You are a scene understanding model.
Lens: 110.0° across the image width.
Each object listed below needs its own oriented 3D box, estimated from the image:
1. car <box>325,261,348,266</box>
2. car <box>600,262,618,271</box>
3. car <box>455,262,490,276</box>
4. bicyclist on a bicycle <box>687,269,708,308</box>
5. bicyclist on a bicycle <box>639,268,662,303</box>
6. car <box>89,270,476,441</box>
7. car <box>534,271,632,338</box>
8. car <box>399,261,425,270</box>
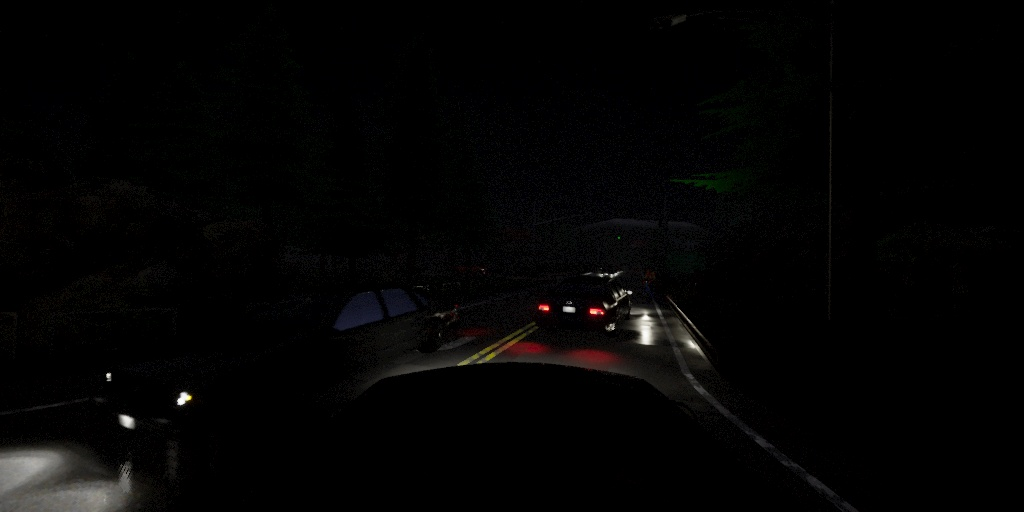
[{"bbox_3d":[-24.342,1.512,51.756,4.674,1.442,1.812,1,-1,23],"label":"car"},{"bbox_3d":[15.462,2.025,57.932,2.097,1.767,4.553,1,-1,20],"label":"car"},{"bbox_3d":[-4.994,1.605,44.528,4.553,1.767,2.097,1,-1,20],"label":"car"},{"bbox_3d":[7.833,1.373,15.106,1.656,1.620,0.582,1,-1,-35],"label":"bicyclist on a bicycle"},{"bbox_3d":[6.384,1.361,16.484,1.656,1.620,0.582,1,-1,-32],"label":"bicyclist on a bicycle"},{"bbox_3d":[-2.821,1.188,6.011,2.033,1.411,5.357,1,2,22],"label":"car"},{"bbox_3d":[2.276,1.289,10.266,2.033,1.411,5.357,1,-1,24],"label":"car"},{"bbox_3d":[-13.884,1.481,47.703,4.553,1.767,2.097,1,-1,20],"label":"car"}]
